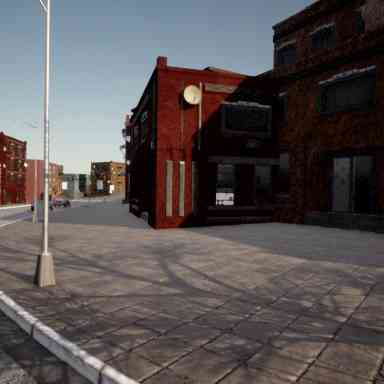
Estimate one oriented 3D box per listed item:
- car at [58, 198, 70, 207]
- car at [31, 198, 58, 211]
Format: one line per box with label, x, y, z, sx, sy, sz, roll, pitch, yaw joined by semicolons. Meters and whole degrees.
car;-20.990;1.693;53.659;1.812;1.442;4.674;1;0;-9
car;-19.133;1.683;42.720;1.994;1.385;4.181;1;0;-9
